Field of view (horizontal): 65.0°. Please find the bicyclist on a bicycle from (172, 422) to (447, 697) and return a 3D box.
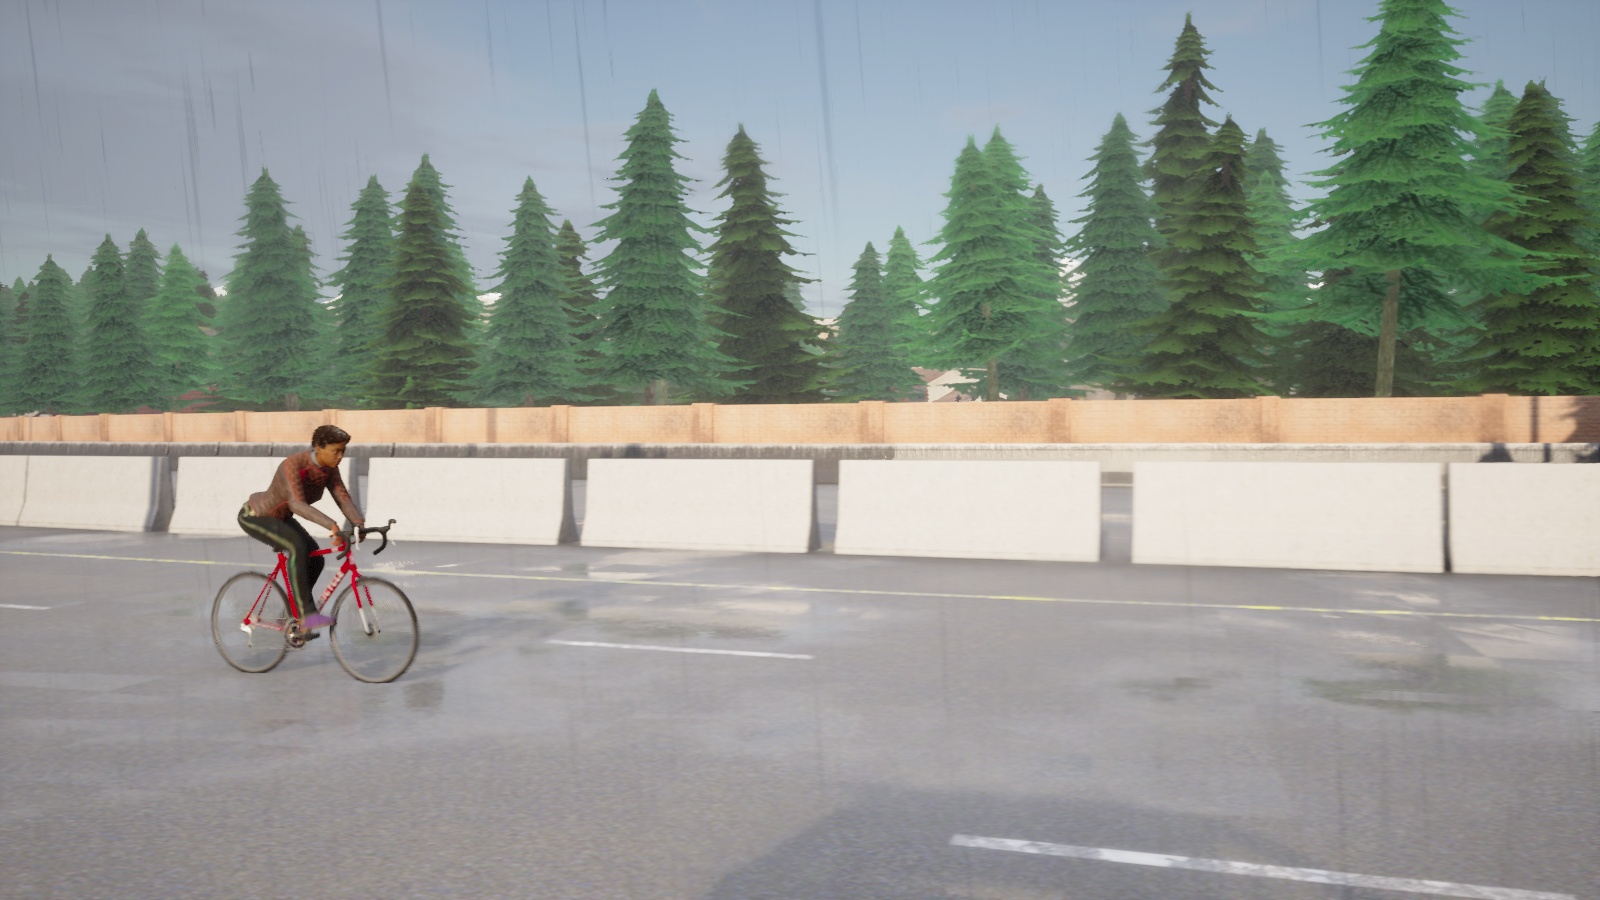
[{"bbox_3d":[-3.131,0.642,8.006,1.656,1.620,0.582,1,1,20],"label":"bicyclist on a bicycle"}]
